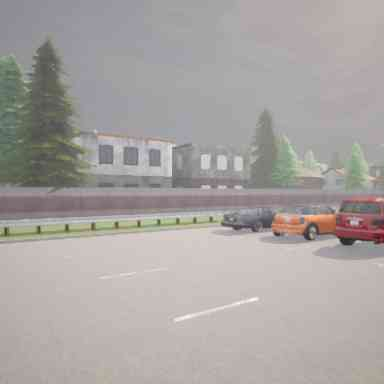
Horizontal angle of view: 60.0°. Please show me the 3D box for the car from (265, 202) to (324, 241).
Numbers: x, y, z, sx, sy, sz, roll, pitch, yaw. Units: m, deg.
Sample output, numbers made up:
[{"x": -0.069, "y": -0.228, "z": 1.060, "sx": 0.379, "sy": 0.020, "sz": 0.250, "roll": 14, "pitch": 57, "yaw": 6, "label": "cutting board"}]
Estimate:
[{"x": 6.212, "y": 1.363, "z": 16.898, "sx": 4.553, "sy": 1.767, "sz": 2.097, "roll": 0, "pitch": 0, "yaw": -35, "label": "car"}]

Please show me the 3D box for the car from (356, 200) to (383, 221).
[{"x": 16.416, "y": 1.492, "z": 28.476, "sx": 4.902, "sy": 1.511, "sz": 2.128, "roll": 0, "pitch": 0, "yaw": -35, "label": "car"}]

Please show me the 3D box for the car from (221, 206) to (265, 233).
[{"x": 4.204, "y": 1.560, "z": 19.765, "sx": 5.357, "sy": 1.411, "sz": 2.033, "roll": 0, "pitch": 0, "yaw": -35, "label": "car"}]

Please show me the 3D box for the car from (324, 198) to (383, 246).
[{"x": 8.293, "y": 1.255, "z": 14.084, "sx": 5.566, "sy": 2.045, "sz": 2.150, "roll": 0, "pitch": 0, "yaw": -35, "label": "car"}]
